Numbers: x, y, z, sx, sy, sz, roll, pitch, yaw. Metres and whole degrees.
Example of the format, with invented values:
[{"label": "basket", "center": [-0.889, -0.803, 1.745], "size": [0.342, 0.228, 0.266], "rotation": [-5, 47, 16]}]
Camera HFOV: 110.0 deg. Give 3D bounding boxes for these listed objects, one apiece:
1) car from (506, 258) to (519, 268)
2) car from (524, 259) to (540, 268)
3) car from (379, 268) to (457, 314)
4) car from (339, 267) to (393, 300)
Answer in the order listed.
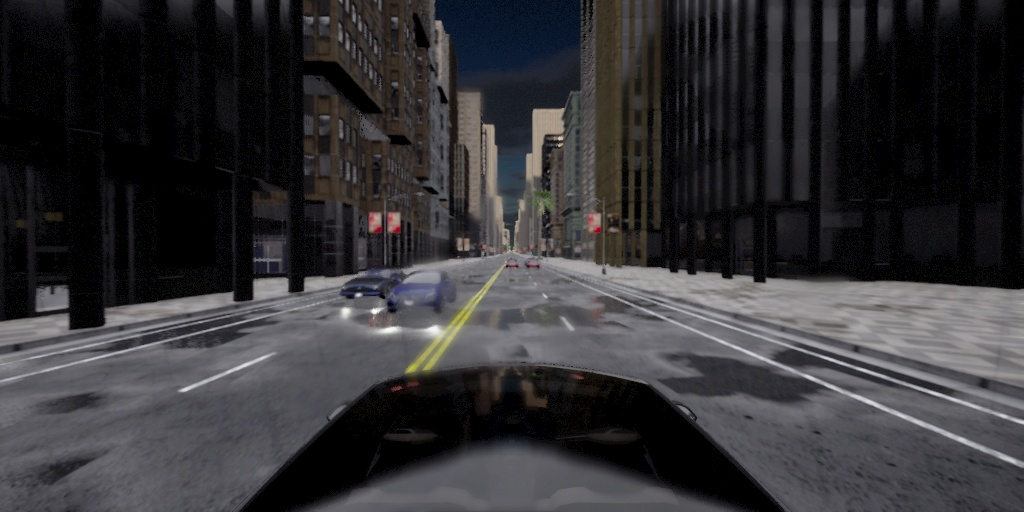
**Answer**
[{"label": "car", "center": [0.024, 1.195, 55.605], "size": [1.994, 1.385, 4.181], "rotation": [0, 0, 0]}, {"label": "car", "center": [3.275, 1.196, 55.569], "size": [1.994, 1.385, 4.181], "rotation": [0, 0, 0]}, {"label": "car", "center": [-3.310, 1.265, 13.926], "size": [1.812, 1.442, 4.674], "rotation": [0, 0, 0]}, {"label": "car", "center": [-6.526, 1.281, 17.959], "size": [2.033, 1.411, 5.357], "rotation": [0, 0, 1]}]
